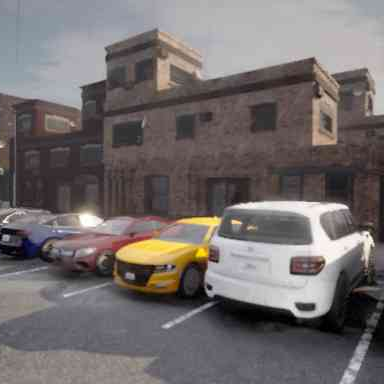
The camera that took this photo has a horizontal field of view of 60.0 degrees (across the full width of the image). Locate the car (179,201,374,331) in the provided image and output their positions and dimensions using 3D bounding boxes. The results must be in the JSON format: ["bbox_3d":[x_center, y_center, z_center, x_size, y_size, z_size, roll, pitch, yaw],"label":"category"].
[{"bbox_3d":[2.441,1.214,7.249,2.435,2.045,5.566,0,0,36],"label":"car"}]

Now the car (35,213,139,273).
[{"bbox_3d":[-2.063,1.472,10.433,2.002,1.452,4.674,0,0,36],"label":"car"}]

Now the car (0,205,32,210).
[{"bbox_3d":[-8.687,1.388,15.387,1.946,1.575,5.366,0,0,36],"label":"car"}]

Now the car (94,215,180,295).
[{"bbox_3d":[0.184,1.448,8.833,2.097,1.535,5.008,0,0,36],"label":"car"}]

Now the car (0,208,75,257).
[{"bbox_3d":[-4.290,1.447,12.056,2.163,1.488,4.792,0,0,36],"label":"car"}]
